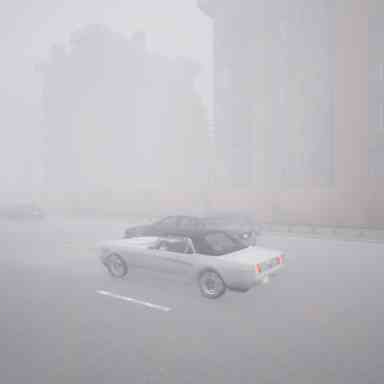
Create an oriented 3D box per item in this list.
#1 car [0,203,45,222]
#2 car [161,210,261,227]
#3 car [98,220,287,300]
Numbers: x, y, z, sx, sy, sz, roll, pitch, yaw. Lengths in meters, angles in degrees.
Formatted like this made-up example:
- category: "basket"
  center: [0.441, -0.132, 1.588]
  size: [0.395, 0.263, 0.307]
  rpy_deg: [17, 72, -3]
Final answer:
- category: "car"
  center: [-13.624, 1.564, 26.628]
  size: [4.181, 1.385, 1.994]
  rpy_deg: [0, 0, 36]
- category: "car"
  center: [-0.208, 1.547, 12.744]
  size: [5.357, 1.411, 2.033]
  rpy_deg: [0, 0, 36]
- category: "car"
  center: [-0.205, 1.600, 8.442]
  size: [4.718, 1.301, 1.895]
  rpy_deg: [0, 0, 36]
